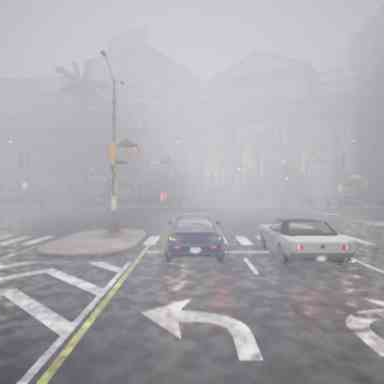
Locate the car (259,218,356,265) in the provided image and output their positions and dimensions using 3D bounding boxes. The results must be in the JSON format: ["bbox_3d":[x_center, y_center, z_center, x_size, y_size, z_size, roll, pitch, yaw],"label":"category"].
[{"bbox_3d":[3.612,1.543,11.445,1.895,1.301,4.718,0,0,0],"label":"car"}]

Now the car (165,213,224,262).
[{"bbox_3d":[0.068,1.466,11.728,1.812,1.442,4.674,0,0,-1],"label":"car"}]
